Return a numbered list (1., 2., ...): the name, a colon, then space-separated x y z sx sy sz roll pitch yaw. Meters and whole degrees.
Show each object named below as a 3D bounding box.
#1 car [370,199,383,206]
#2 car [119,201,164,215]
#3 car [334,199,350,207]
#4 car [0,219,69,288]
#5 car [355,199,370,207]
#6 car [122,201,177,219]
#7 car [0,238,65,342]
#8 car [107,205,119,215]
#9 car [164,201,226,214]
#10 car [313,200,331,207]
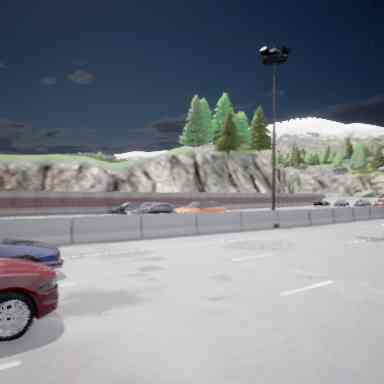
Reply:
1. car: 30.751 1.847 53.502 2.097 1.767 4.553 0 0 40
2. car: -3.095 1.611 27.604 4.902 1.511 2.128 1 0 -36
3. car: 27.181 2.018 60.180 1.812 1.442 4.674 0 0 39
4. car: -6.032 1.545 8.046 5.357 1.411 2.033 1 0 -35
5. car: 29.920 2.017 58.028 2.128 1.511 4.902 0 0 39
6. car: -3.930 1.639 31.315 4.892 1.490 1.837 1 -1 -36
7. car: -4.577 1.468 4.791 5.008 1.535 1.882 0 0 -35
8. car: -6.265 1.654 33.933 4.674 1.442 1.812 1 0 -36
9. car: 0.533 1.487 25.919 4.553 1.767 2.097 1 0 -36
10. car: 24.227 2.082 62.088 1.895 1.301 4.718 0 0 39
